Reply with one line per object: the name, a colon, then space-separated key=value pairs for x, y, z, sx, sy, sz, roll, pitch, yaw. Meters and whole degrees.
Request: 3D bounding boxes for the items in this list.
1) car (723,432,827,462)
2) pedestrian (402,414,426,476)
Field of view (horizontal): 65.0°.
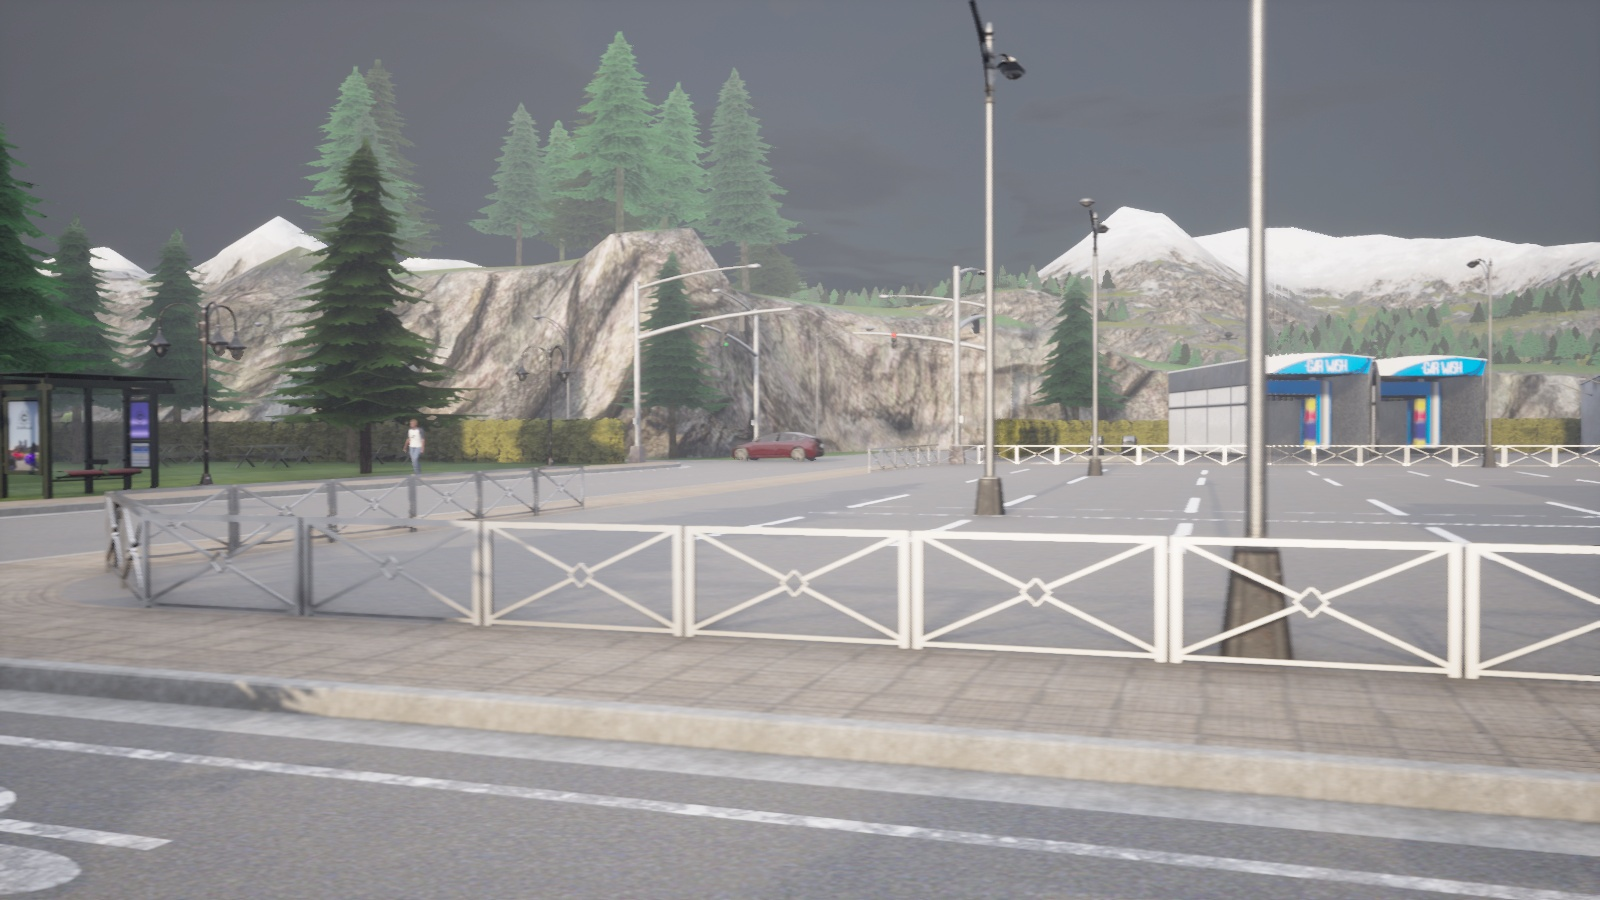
car: x=-1.254 y=-0.177 z=63.289 sx=4.792 sy=1.488 sz=2.163 roll=1 pitch=1 yaw=19
pedestrian: x=-11.619 y=-0.151 z=37.782 sx=0.354 sy=1.836 sz=0.706 roll=0 pitch=1 yaw=16
